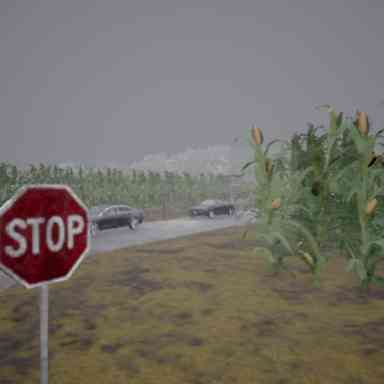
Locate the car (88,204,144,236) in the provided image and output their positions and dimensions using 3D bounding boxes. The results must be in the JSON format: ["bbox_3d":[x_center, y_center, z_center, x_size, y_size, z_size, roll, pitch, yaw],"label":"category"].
[{"bbox_3d":[-4.808,1.469,18.428,2.128,1.511,4.902,-1,0,36],"label":"car"}]

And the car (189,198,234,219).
[{"bbox_3d":[1.682,1.288,27.508,1.882,1.535,5.008,-1,0,36],"label":"car"}]
